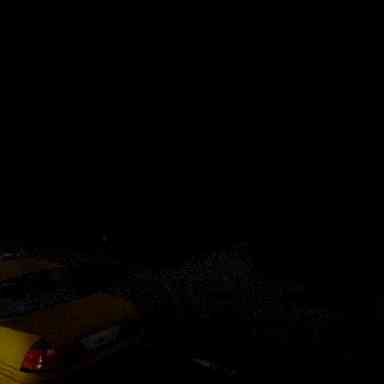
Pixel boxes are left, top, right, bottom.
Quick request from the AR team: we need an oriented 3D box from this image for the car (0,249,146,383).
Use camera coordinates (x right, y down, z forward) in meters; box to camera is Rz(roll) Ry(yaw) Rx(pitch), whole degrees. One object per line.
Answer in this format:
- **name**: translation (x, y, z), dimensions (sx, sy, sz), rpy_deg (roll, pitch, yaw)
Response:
- **car**: translation (-2.841, 1.528, 4.886), dimensions (4.829, 1.417, 1.752), rpy_deg (0, -1, 36)

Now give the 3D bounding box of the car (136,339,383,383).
- **car**: translation (1.913, 1.581, 1.488), dimensions (4.206, 1.307, 1.802), rpy_deg (0, -1, 36)
